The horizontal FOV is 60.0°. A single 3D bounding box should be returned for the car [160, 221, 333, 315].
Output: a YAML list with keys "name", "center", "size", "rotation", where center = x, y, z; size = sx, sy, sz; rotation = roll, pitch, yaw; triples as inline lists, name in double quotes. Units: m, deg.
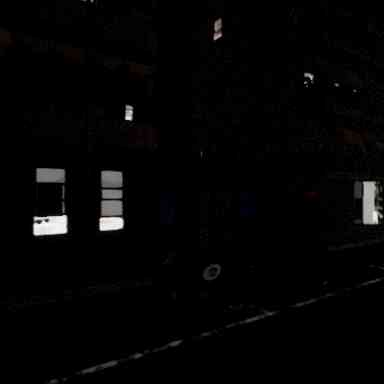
- name: "car"
  center: [1.292, 1.438, 7.482]
  size: [4.097, 1.590, 1.967]
  rotation: [0, 0, -36]
